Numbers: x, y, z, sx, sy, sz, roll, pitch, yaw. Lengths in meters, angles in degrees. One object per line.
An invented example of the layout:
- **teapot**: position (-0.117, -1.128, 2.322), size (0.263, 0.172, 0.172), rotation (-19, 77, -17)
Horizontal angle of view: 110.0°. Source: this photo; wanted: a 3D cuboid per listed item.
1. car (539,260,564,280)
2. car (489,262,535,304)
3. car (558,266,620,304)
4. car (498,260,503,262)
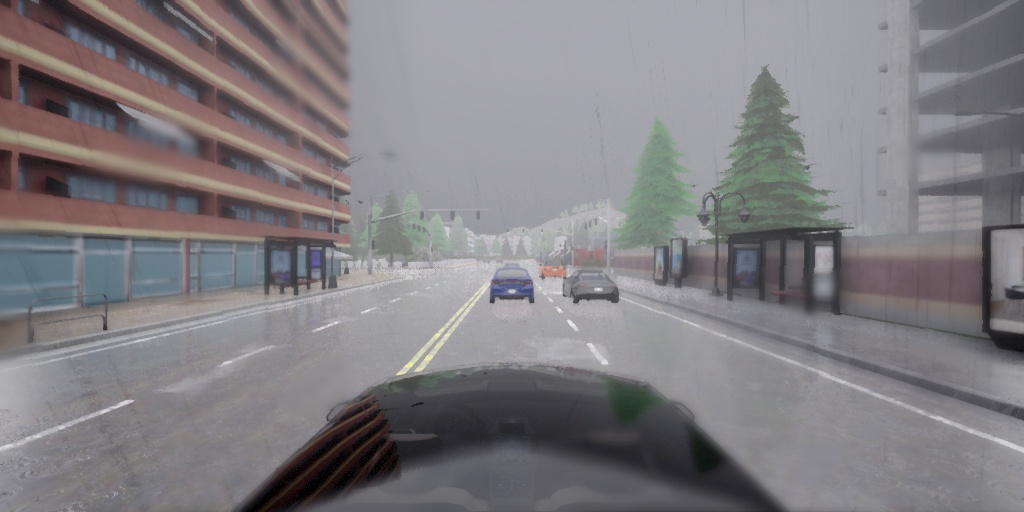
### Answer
- **car**: position (3.500, 1.115, 31.470), size (2.097, 1.767, 4.553), rotation (0, 0, 0)
- **car**: position (0.000, 1.234, 16.500), size (1.882, 1.535, 5.008), rotation (0, 0, 0)
- **car**: position (3.500, 1.321, 16.500), size (1.994, 1.385, 4.181), rotation (0, 0, 0)
- **car**: position (0.000, 1.312, 31.500), size (2.033, 1.411, 5.357), rotation (0, 0, 0)
